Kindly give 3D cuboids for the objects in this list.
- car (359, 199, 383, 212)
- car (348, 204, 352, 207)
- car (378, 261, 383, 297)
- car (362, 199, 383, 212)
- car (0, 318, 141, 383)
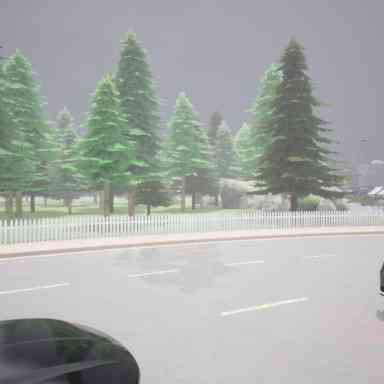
[{"bbox_3d":[19.981,1.619,36.076,1.994,1.385,4.181,0,0,-3],"label":"car"},{"bbox_3d":[19.429,1.274,45.243,2.150,2.045,5.566,0,0,-3],"label":"car"},{"bbox_3d":[5.722,1.492,6.151,4.902,1.511,2.128,0,0,-23],"label":"car"},{"bbox_3d":[23.187,1.581,41.124,1.812,1.442,4.674,0,0,-3],"label":"car"},{"bbox_3d":[-2.640,1.478,1.678,5.008,1.535,1.882,0,0,-36],"label":"car"}]
